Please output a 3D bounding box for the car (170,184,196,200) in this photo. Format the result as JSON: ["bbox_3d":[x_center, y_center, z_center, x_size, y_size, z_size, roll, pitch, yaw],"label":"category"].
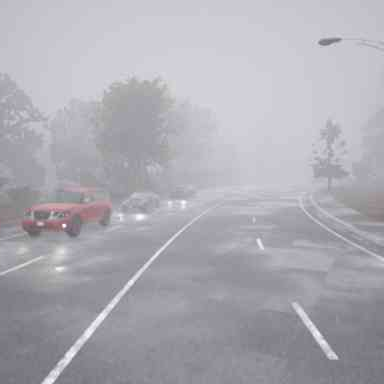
[{"bbox_3d":[-0.943,-0.035,36.817,1.837,1.490,4.892,0,4,18],"label":"car"}]

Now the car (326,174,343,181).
[{"bbox_3d":[35.210,-3.581,82.203,4.902,1.511,2.128,-5,4,-44],"label":"car"}]

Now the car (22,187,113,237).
[{"bbox_3d":[-5.731,0.831,16.159,2.150,2.045,5.566,0,2,8],"label":"car"}]

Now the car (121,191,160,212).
[{"bbox_3d":[-3.891,0.659,26.017,1.812,1.442,4.674,0,3,13],"label":"car"}]

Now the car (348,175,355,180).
[{"bbox_3d":[39.868,-3.676,81.793,4.718,1.301,1.895,-5,3,-41],"label":"car"}]

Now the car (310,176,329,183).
[{"bbox_3d":[28.178,-2.915,74.703,2.128,1.511,4.902,0,4,41],"label":"car"}]

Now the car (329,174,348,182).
[{"bbox_3d":[32.644,-3.012,74.495,1.895,1.301,4.718,0,4,44],"label":"car"}]
